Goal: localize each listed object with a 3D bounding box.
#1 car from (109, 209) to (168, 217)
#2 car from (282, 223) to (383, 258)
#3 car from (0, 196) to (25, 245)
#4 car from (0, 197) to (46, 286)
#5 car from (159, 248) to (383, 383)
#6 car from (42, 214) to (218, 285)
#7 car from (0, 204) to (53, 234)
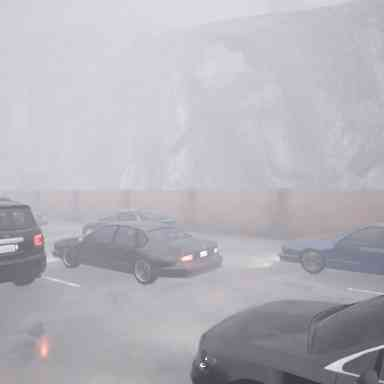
[{"bbox_3d":[-2.785,1.505,14.555,4.892,1.490,1.837,0,0,35],"label":"car"},{"bbox_3d":[5.160,1.547,8.916,5.357,1.411,2.033,0,0,35],"label":"car"},{"bbox_3d":[-10.357,1.221,15.634,5.566,2.045,2.150,0,0,36],"label":"car"},{"bbox_3d":[-5.865,1.221,8.155,5.566,2.045,2.150,0,0,35],"label":"car"},{"bbox_3d":[2.247,1.505,2.445,4.892,1.490,1.837,0,0,35],"label":"car"},{"bbox_3d":[-1.762,1.547,9.530,5.357,1.411,2.033,0,0,35],"label":"car"},{"bbox_3d":[-11.011,1.547,20.402,5.357,1.411,2.033,0,0,35],"label":"car"}]
